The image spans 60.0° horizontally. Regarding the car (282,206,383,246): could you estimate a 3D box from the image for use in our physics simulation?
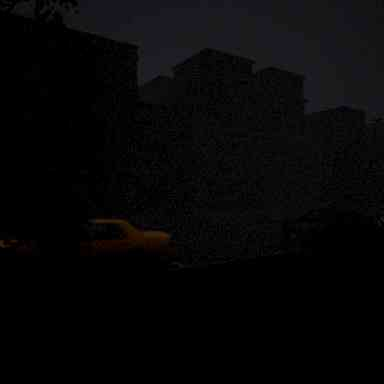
[{"bbox_3d":[6.183,1.486,14.993,4.792,1.488,2.163,1,0,-33],"label":"car"}]

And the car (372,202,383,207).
[{"bbox_3d":[10.735,1.341,18.264,4.553,1.767,2.185,1,0,-33],"label":"car"}]

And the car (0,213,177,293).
[{"bbox_3d":[-2.971,1.344,8.458,5.366,1.575,1.946,1,-1,-33],"label":"car"}]
